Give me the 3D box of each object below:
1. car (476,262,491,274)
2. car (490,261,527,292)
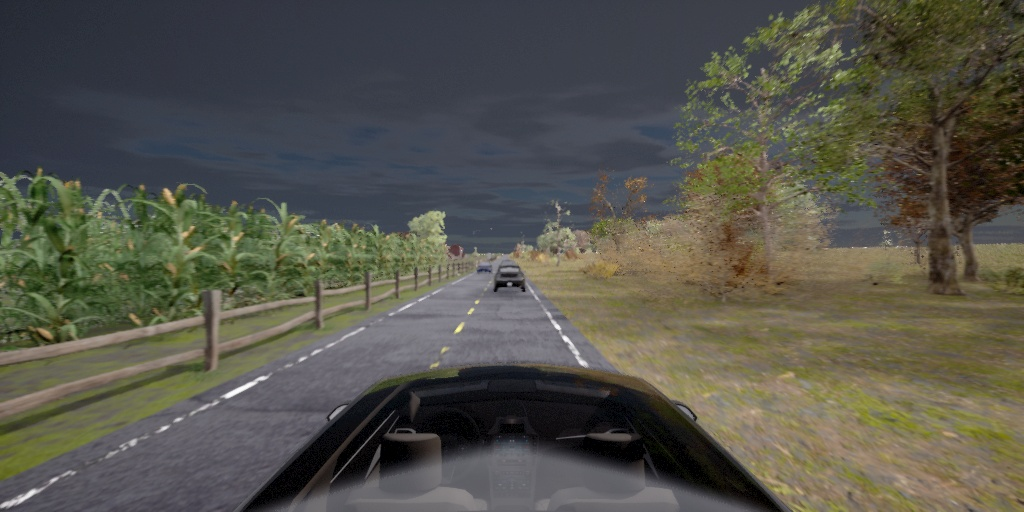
[{"bbox_3d":[-3.272,1.393,43.848,2.033,1.411,5.357,-1,0,-1],"label":"car"},{"bbox_3d":[-0.154,1.297,21.971,1.837,1.490,4.892,-1,0,-1],"label":"car"}]
